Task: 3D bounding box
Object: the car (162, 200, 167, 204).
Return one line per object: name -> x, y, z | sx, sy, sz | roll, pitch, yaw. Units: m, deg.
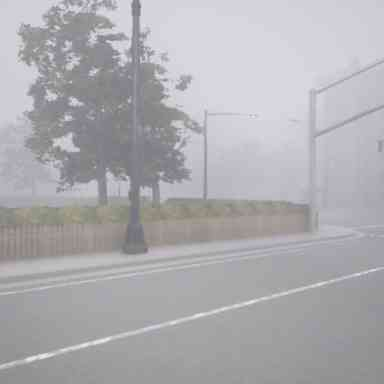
car -> -2.974, 1.769, 51.565 | 1.994, 1.385, 4.181 | 1, 0, -34
